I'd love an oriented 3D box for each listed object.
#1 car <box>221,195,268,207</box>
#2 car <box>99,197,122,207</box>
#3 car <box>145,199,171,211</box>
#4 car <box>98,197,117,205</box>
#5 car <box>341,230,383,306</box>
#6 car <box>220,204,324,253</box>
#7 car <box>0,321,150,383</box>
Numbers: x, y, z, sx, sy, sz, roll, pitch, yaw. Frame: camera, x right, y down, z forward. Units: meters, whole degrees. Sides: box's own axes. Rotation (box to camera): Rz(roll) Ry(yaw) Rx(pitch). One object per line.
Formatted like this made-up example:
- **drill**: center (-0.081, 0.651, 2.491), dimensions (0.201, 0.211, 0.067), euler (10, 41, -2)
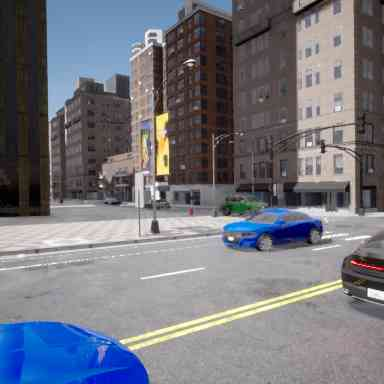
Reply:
- **car**: center (4.915, 1.315, 30.635), dimensions (2.150, 2.045, 5.566), euler (-1, 1, -34)
- **car**: center (-13.869, 1.809, 57.455), dimensions (1.895, 1.301, 4.718), euler (-1, 0, -35)
- **car**: center (-4.594, 1.675, 44.164), dimensions (1.812, 1.442, 4.674), euler (-1, 0, -35)
- **car**: center (-17.179, 1.741, 67.590), dimensions (2.033, 1.411, 5.357), euler (-1, 0, -35)
- **car**: center (5.123, 1.504, 7.097), dimensions (4.892, 1.490, 1.837), euler (0, 0, -36)
- **car**: center (3.489, 1.477, 13.962), dimensions (5.008, 1.535, 1.882), euler (0, 0, -36)
- **car**: center (-2.568, 1.478, 1.609), dimensions (5.008, 1.535, 1.882), euler (0, 0, -35)
